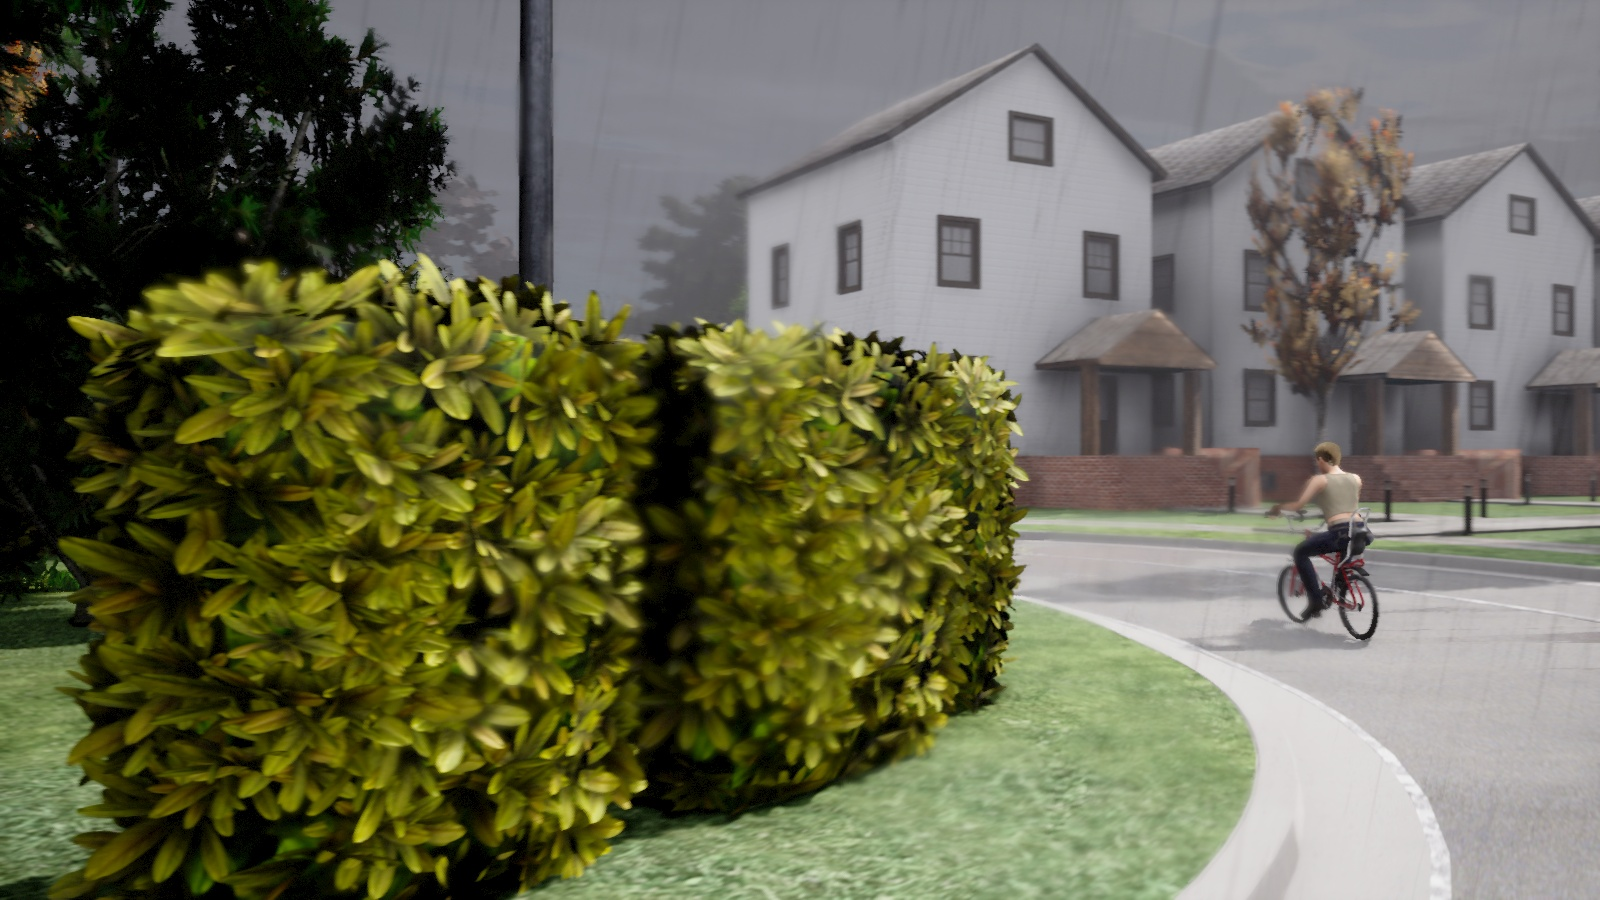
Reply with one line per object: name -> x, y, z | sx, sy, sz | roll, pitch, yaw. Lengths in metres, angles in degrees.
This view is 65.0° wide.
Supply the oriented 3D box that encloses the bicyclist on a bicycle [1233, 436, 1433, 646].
bicyclist on a bicycle -> 4.458, 0.716, 10.626 | 0.866, 1.612, 1.509 | -2, 0, -7
